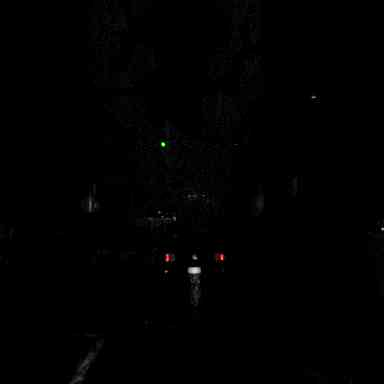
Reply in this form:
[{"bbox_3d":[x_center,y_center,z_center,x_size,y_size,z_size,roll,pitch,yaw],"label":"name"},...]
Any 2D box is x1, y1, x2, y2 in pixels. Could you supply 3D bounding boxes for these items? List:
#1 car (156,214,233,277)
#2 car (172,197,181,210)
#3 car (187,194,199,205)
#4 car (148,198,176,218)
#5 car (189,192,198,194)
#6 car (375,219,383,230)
[{"bbox_3d":[-0.122,1.593,10.207,1.895,1.301,4.718,0,0,-5],"label":"car"},{"bbox_3d":[-2.778,1.514,41.833,1.837,1.490,4.892,0,0,1],"label":"car"},{"bbox_3d":[0.099,1.542,60.920,1.837,1.490,4.892,0,0,0],"label":"car"},{"bbox_3d":[-2.817,1.562,30.491,1.994,1.385,4.181,0,0,0],"label":"car"},{"bbox_3d":[0.122,1.116,71.371,2.150,2.045,5.566,0,0,0],"label":"car"},{"bbox_3d":[13.562,1.766,19.012,5.357,1.411,2.033,1,0,0],"label":"car"}]
